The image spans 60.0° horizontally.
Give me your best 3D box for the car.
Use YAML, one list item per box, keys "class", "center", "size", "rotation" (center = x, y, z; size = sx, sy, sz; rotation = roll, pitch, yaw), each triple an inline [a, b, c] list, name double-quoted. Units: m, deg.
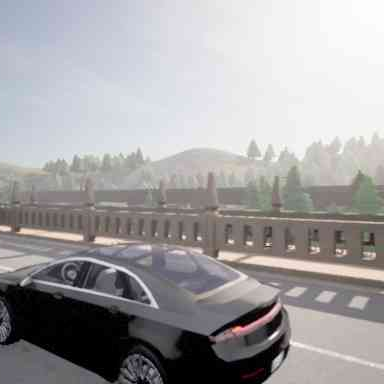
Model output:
- class: "car"
  center: [-1.105, 1.507, 4.782]
  size: [4.902, 1.511, 2.128]
  rotation: [0, 0, 35]
